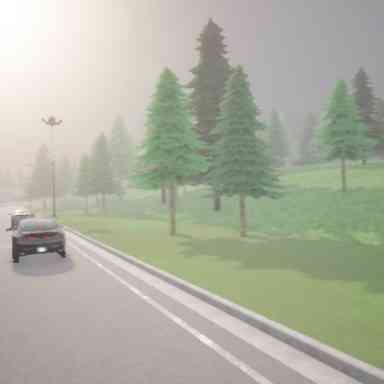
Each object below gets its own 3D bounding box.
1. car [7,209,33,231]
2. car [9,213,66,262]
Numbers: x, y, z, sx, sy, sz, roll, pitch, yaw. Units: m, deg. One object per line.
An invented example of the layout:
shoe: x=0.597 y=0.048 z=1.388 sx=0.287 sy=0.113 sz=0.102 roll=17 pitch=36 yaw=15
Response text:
car: x=-14.601 y=2.247 z=28.754 sx=2.128 sy=1.511 sz=4.902 roll=-1 pitch=-1 yaw=-29
car: x=-6.492 y=1.854 z=13.942 sx=1.837 sy=1.490 sz=4.892 roll=-1 pitch=-1 yaw=-29
